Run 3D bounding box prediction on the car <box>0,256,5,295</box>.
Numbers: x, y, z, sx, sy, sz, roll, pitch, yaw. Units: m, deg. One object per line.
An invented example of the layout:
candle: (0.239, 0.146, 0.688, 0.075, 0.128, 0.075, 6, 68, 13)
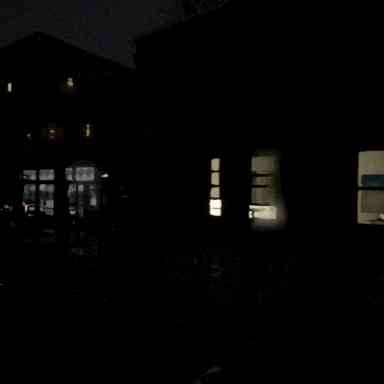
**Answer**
car: (-5.651, 1.484, 6.902, 4.507, 1.381, 1.887, 0, 1, 36)
